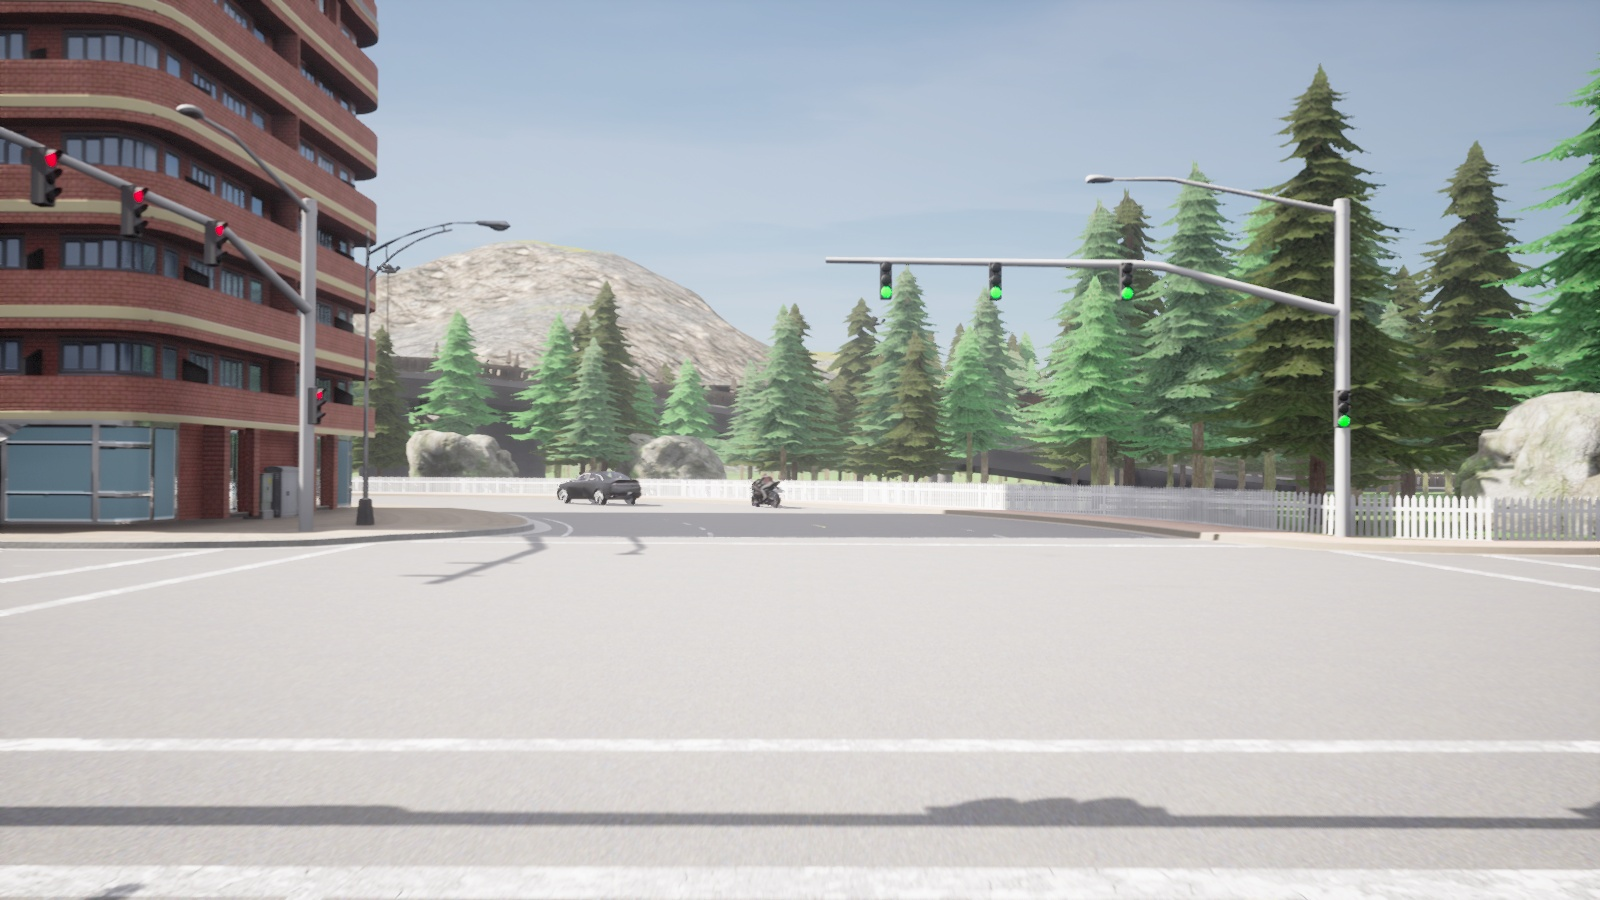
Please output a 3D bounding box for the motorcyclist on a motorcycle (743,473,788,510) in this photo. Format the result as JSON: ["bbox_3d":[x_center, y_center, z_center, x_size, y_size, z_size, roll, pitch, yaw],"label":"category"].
[{"bbox_3d":[-1.481,1.749,53.350,0.866,1.530,2.191,0,-1,-34],"label":"motorcyclist on a motorcycle"}]

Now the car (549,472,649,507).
[{"bbox_3d":[-9.185,1.763,57.076,2.128,1.511,4.902,1,-1,-43],"label":"car"}]
